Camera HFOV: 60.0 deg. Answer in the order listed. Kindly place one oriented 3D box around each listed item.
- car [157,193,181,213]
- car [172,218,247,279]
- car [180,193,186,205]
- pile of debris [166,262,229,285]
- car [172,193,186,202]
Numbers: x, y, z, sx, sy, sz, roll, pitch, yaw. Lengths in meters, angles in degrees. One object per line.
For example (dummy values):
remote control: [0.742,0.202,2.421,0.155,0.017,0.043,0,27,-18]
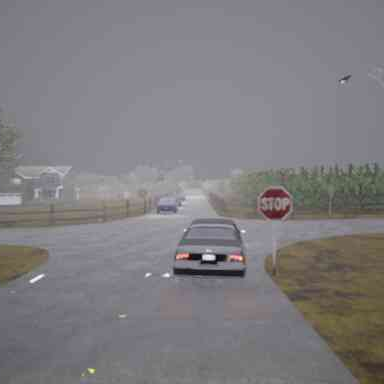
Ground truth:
car: [-2.388,1.229,33.278,1.882,1.535,5.008,0,1,1]
car: [0.632,1.500,9.941,2.033,1.411,5.357,0,0,6]
car: [-2.249,1.121,43.296,2.033,1.411,5.357,0,1,1]
pile of debris: [0.150,2.145,8.855,1.500,0.140,1.860,0,0,1]
car: [-2.083,0.848,54.617,1.994,1.385,4.181,0,2,2]
